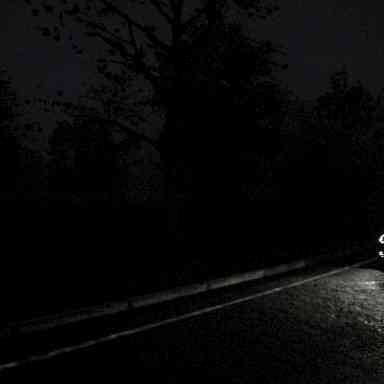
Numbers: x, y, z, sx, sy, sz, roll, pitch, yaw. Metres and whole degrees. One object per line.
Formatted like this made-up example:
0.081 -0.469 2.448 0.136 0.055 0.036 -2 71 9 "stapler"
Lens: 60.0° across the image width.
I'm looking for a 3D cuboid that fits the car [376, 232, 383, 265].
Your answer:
7.480 1.296 10.212 4.553 1.767 2.097 0 0 -41 "car"
